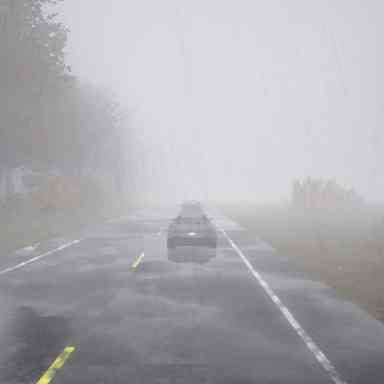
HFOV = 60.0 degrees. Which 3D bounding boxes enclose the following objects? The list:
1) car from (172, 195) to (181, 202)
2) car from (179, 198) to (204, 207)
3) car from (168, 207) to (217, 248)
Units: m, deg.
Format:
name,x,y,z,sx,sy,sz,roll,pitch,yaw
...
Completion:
name,x,y,z,sx,sy,sz,roll,pitch,yaw
car,-3.500,1.428,75.929,1.812,1.442,4.674,0,0,0
car,0.000,1.501,29.652,1.837,1.490,4.892,0,0,0
car,0.000,1.565,14.651,1.994,1.385,4.181,0,0,0
